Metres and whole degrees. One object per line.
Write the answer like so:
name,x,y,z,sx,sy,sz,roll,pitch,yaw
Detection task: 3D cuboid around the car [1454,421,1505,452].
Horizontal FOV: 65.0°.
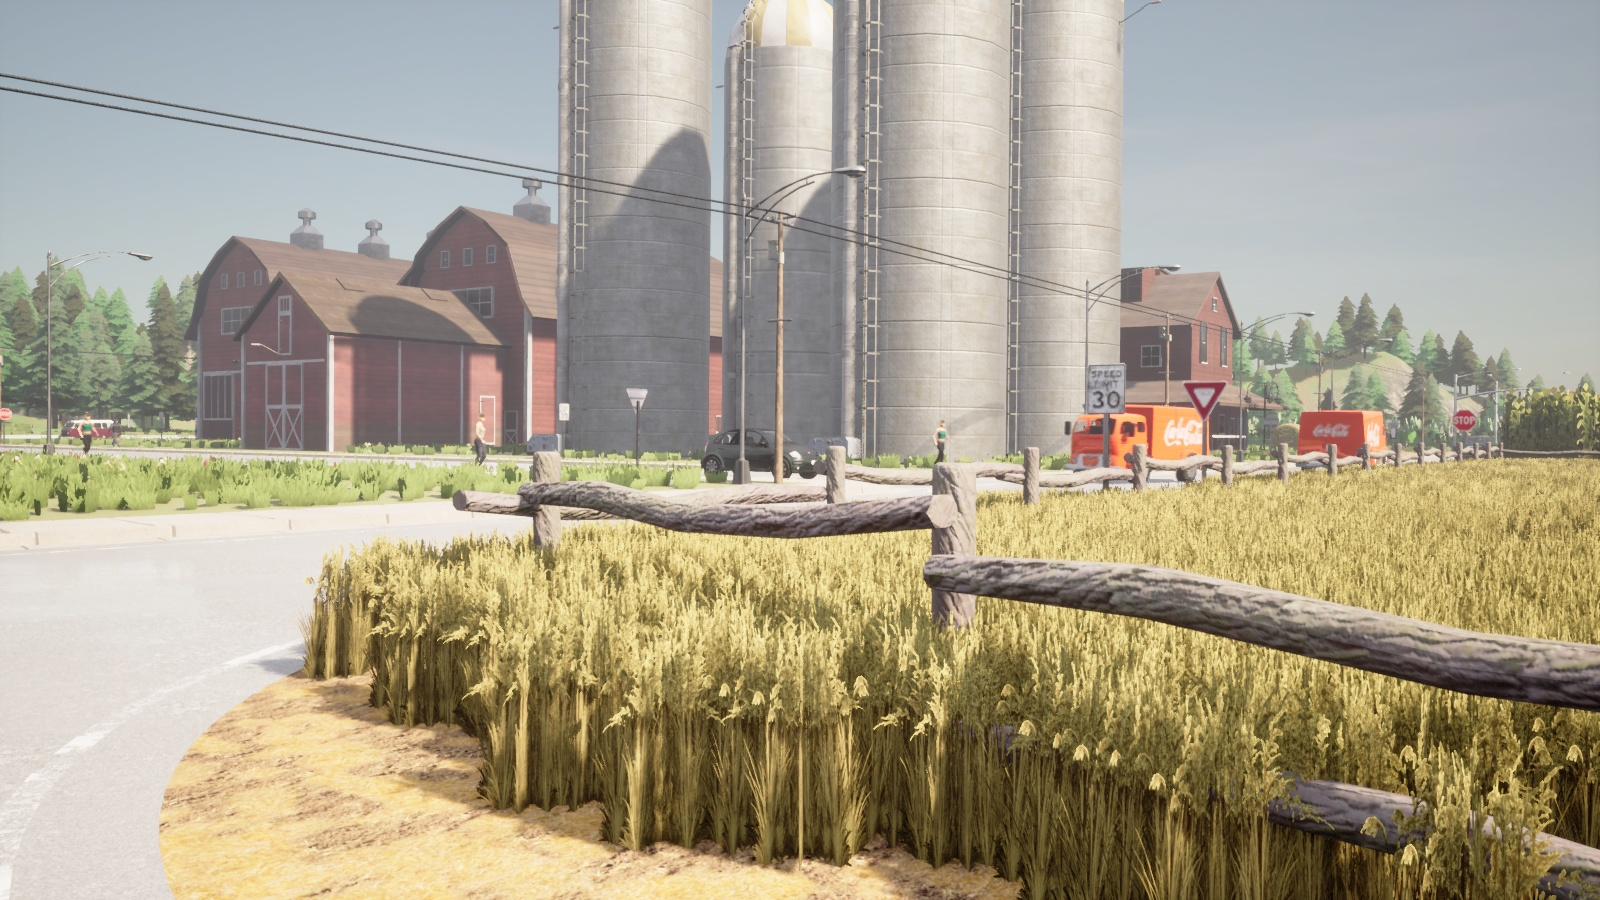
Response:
car,40.590,-0.801,74.978,2.097,1.767,4.553,0,1,35

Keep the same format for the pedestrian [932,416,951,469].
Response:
pedestrian,5.023,-0.268,44.627,0.345,1.836,0.594,-1,1,-41

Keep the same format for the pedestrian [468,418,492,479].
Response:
pedestrian,-9.771,-0.048,38.340,0.594,1.836,0.345,0,1,9

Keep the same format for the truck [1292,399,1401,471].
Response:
truck,20.157,-0.569,46.222,2.627,2.467,5.204,0,1,36

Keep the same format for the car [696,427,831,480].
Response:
car,-1.192,0.091,40.225,3.988,1.617,1.851,0,1,35

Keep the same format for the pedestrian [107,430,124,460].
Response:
pedestrian,-43.222,-0.304,79.287,0.849,1.883,0.563,0,1,34

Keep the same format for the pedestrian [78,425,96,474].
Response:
pedestrian,-26.840,-0.016,47.260,0.594,1.836,0.345,0,1,32

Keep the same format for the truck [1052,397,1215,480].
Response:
truck,10.694,-0.396,40.097,5.204,2.467,2.627,-1,2,-43
